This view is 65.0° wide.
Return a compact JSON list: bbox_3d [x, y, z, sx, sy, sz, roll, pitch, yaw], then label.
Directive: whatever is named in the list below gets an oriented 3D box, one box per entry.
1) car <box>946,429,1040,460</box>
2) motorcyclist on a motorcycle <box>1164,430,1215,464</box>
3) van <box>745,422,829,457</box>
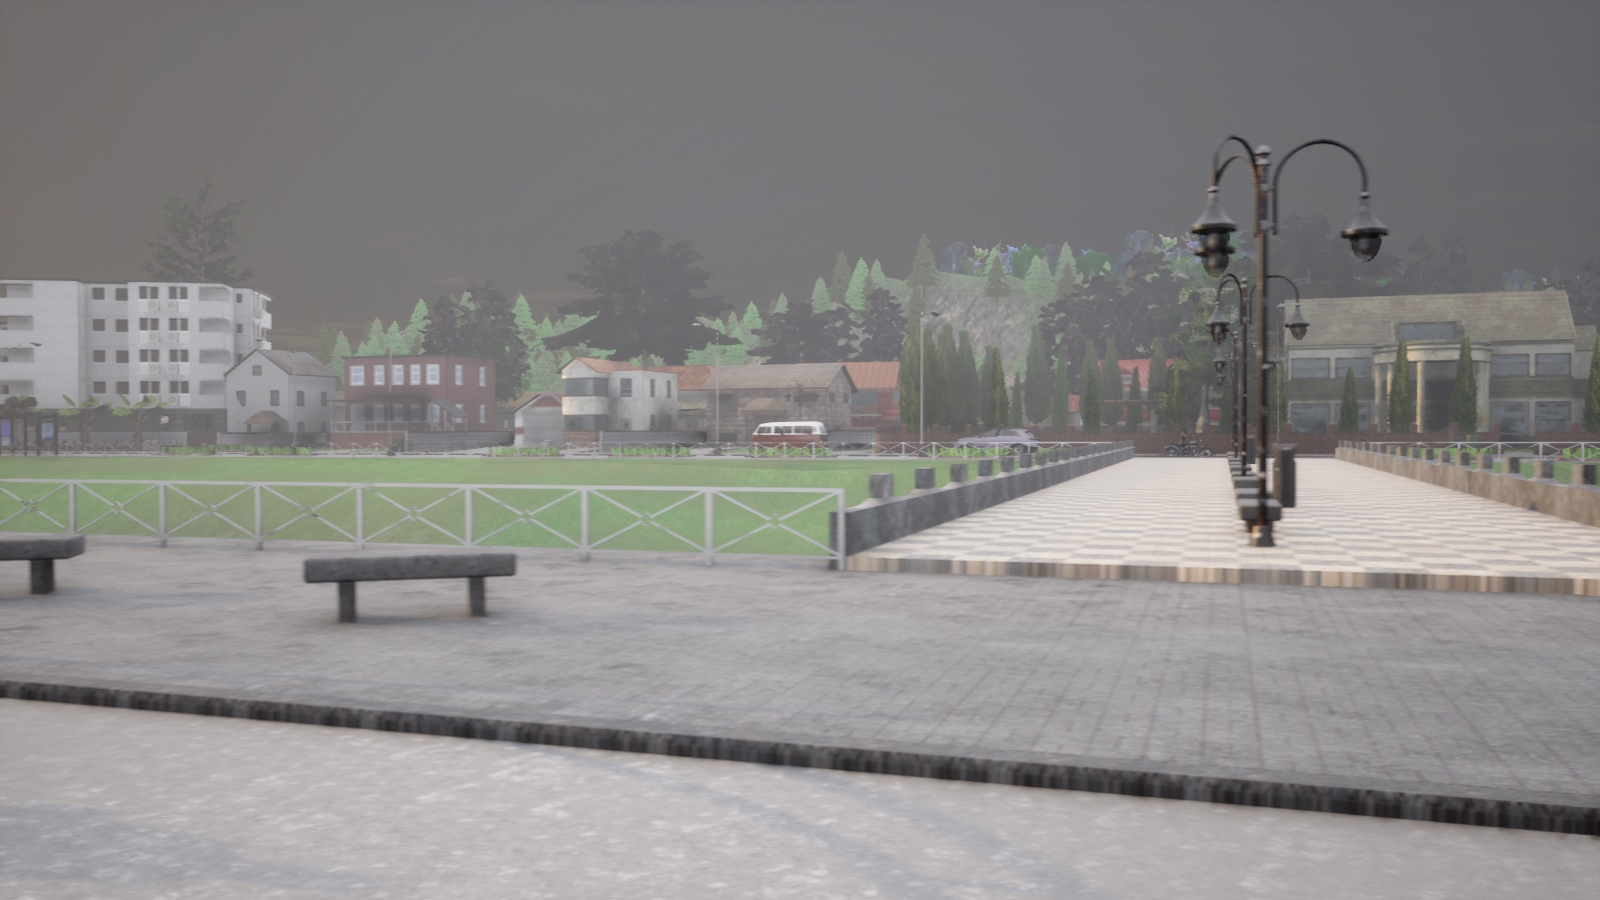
[{"bbox_3d":[10.671,-0.315,69.423,4.856,1.649,2.033,1,1,19],"label":"car"},{"bbox_3d":[19.312,-0.148,62.294,2.350,1.649,0.766,1,1,19],"label":"motorcyclist on a motorcycle"},{"bbox_3d":[-0.757,-0.626,73.268,4.480,2.038,2.069,1,1,19],"label":"van"}]
